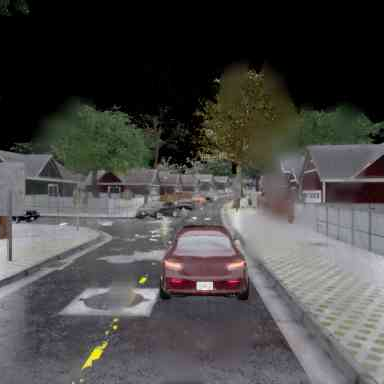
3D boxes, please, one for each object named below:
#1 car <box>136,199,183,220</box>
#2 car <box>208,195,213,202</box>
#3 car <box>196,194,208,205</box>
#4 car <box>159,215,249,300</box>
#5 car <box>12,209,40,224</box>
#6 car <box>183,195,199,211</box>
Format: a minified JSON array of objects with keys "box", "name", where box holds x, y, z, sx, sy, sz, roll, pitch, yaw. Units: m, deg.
[{"box":[-2.786,1.474,27.536,1.837,1.490,4.892,1,-1,22],"name":"car"},{"box":[3.135,1.307,67.438,1.895,1.301,4.718,0,1,10],"name":"car"},{"box":[0.938,1.174,53.169,2.097,1.767,4.553,0,0,8],"name":"car"},{"box":[0.282,1.526,8.293,1.812,1.442,4.674,0,0,1],"name":"car"},{"box":[-12.530,1.361,21.657,4.718,1.301,1.895,1,0,3],"name":"car"},{"box":[-0.672,1.471,39.683,2.033,1.411,5.357,0,0,6],"name":"car"}]
